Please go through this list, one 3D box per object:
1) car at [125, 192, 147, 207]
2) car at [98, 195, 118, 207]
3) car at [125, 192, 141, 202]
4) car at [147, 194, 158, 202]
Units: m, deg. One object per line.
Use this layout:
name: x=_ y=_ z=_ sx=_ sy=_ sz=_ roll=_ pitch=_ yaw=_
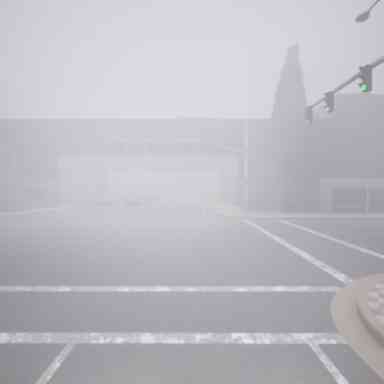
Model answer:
car: x=-7.640 y=1.166 z=44.413 sx=1.812 sy=1.442 sz=4.674 roll=0 pitch=1 yaw=1
car: x=-11.139 y=1.166 z=44.440 sx=1.812 sy=1.442 sz=4.674 roll=0 pitch=1 yaw=1
car: x=-10.960 y=0.853 z=61.632 sx=2.097 sy=1.767 sz=4.553 roll=0 pitch=0 yaw=1
car: x=-7.455 y=1.050 z=61.509 sx=2.033 sy=1.411 sz=5.357 roll=0 pitch=0 yaw=1
